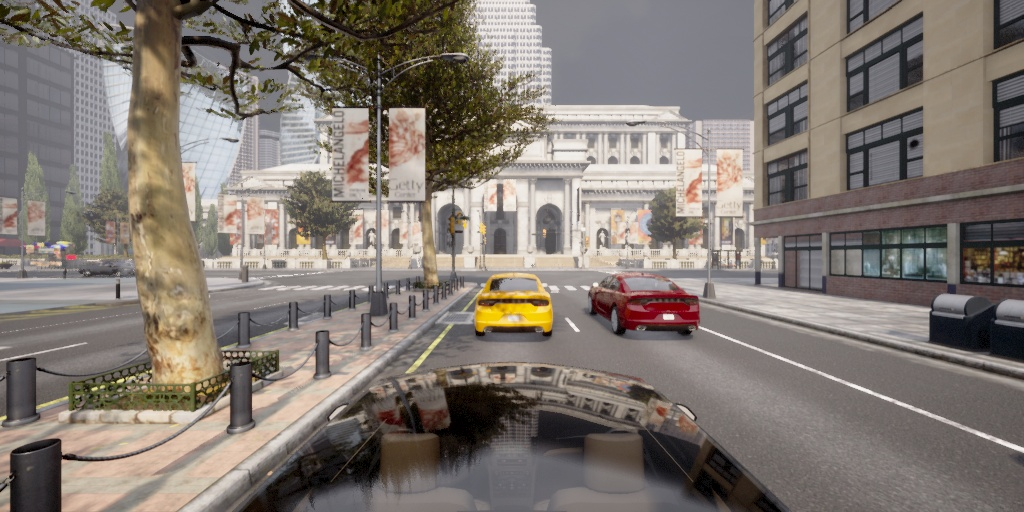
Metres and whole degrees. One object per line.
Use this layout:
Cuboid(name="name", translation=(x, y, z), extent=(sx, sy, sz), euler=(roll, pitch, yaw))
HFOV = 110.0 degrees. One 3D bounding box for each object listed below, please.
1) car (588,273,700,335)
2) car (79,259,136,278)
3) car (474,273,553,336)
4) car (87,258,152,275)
Cuboid(name="car", translation=(3.558, 1.227, 10.582), extent=(1.882, 1.535, 5.008), euler=(0, 0, 0))
Cuboid(name="car", translation=(-37.958, 1.240, 34.070), extent=(4.902, 1.511, 2.128), euler=(0, 0, 0))
Cuboid(name="car", translation=(0.056, 1.227, 10.403), extent=(1.882, 1.535, 5.008), euler=(0, 0, 1))
Cuboid(name="car", translation=(-41.007, 1.100, 37.552), extent=(4.553, 1.767, 2.097), euler=(0, 0, 0))
